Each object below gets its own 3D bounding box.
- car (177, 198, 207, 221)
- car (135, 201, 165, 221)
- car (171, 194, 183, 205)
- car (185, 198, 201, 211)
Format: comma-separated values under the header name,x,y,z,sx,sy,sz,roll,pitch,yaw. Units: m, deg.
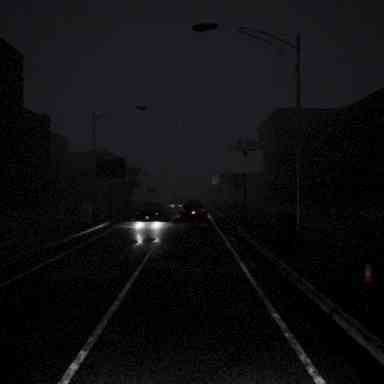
name,x,y,z,sx,sy,sz,roll,pitch,yaw
car,0.106,1.422,25.316,1.994,1.385,4.181,0,0,0
car,-3.097,1.404,25.738,2.033,1.411,5.357,0,0,0
car,-2.989,1.442,66.603,2.150,2.045,5.566,0,0,0
car,0.109,1.478,41.536,1.837,1.490,4.892,0,0,0
